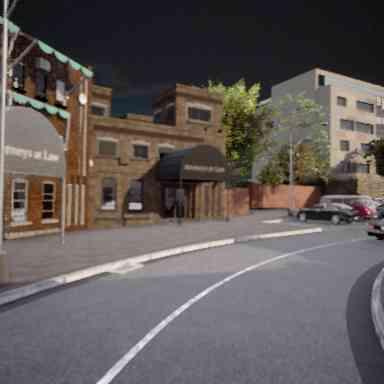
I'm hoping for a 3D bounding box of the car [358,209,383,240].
[{"bbox_3d":[11.174,1.721,17.040,5.357,1.411,2.033,-1,0,-32],"label":"car"}]

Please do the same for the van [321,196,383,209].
[{"bbox_3d":[12.715,1.283,27.098,1.878,1.987,4.442,-2,1,-33],"label":"van"}]

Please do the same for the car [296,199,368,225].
[{"bbox_3d":[10.318,1.590,25.648,2.231,1.521,4.892,-1,1,-33],"label":"car"}]
